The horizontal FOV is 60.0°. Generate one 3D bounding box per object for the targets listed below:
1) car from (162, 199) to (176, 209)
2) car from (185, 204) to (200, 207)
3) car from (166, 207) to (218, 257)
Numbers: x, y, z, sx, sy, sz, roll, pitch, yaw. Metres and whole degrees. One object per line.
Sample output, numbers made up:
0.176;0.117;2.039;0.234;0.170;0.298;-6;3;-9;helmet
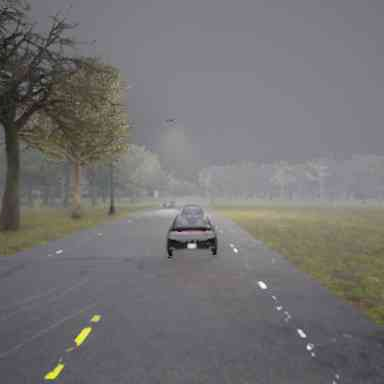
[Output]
-3.495;1.768;50.314;2.128;1.511;4.902;0;0;0;car
0.041;1.731;27.507;2.033;1.411;5.357;0;0;0;car
0.010;1.589;13.471;2.128;1.511;4.902;-1;0;0;car
